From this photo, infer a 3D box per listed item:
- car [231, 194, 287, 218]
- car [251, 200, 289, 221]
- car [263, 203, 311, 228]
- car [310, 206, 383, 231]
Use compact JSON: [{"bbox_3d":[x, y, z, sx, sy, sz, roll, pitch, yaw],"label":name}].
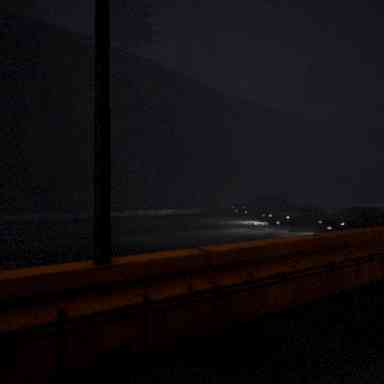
[{"bbox_3d":[6.087,1.195,29.229,5.566,2.045,2.150,0,0,-31],"label":"car"},{"bbox_3d":[6.973,1.540,25.617,4.181,1.385,1.994,0,0,-32],"label":"car"},{"bbox_3d":[7.161,1.579,21.644,4.718,1.301,1.895,0,0,-32],"label":"car"},{"bbox_3d":[9.521,1.525,19.032,5.357,1.411,2.033,0,0,-32],"label":"car"}]
